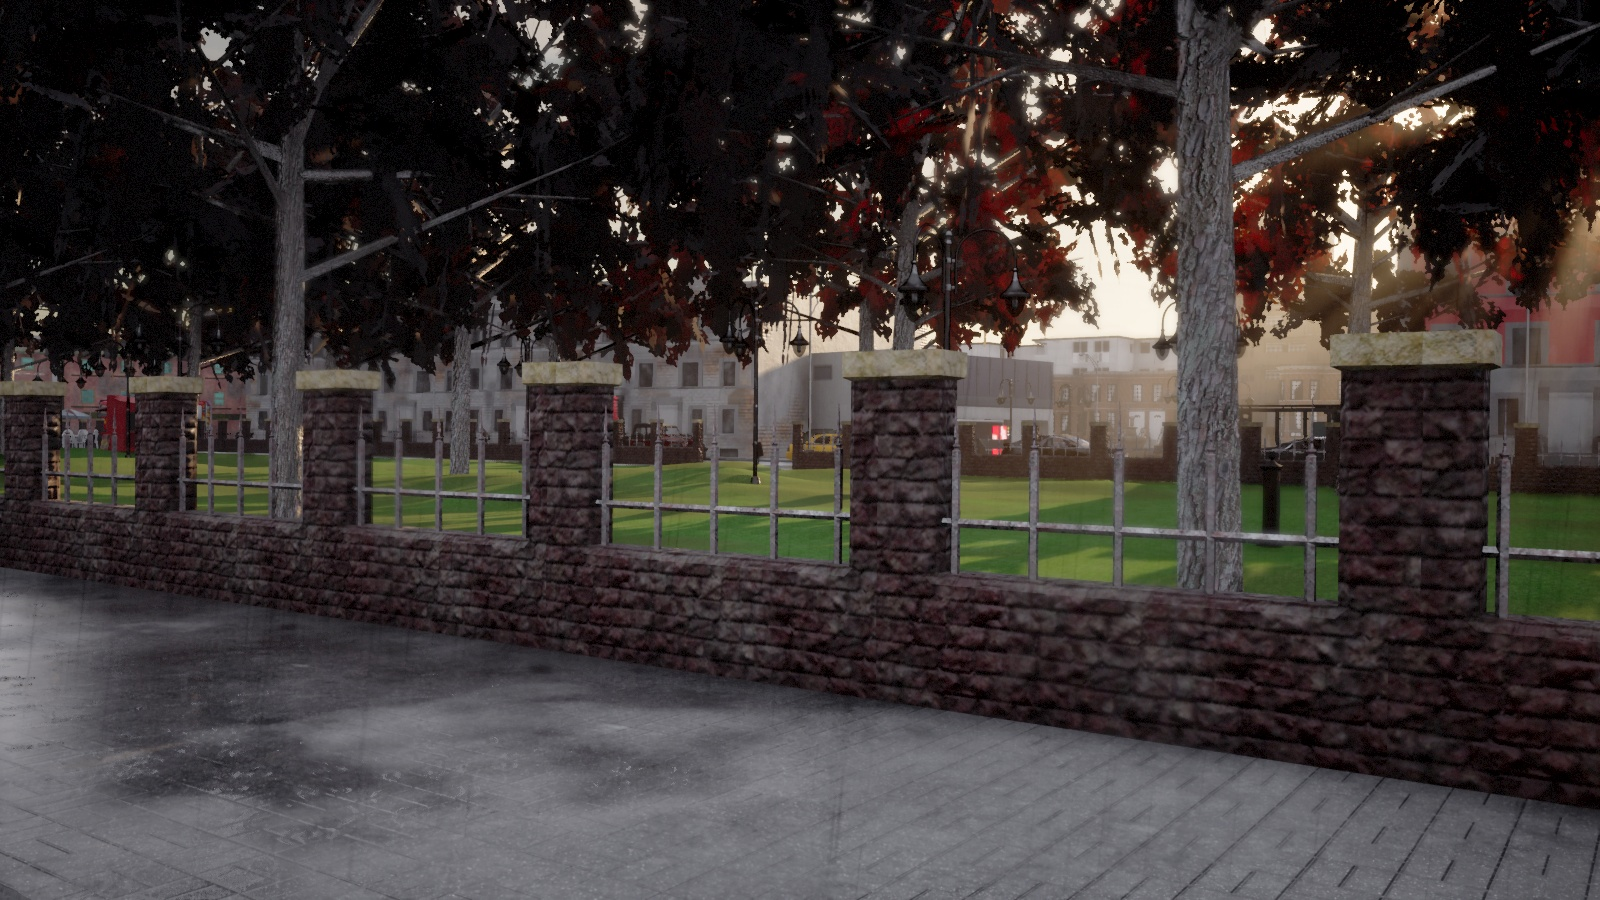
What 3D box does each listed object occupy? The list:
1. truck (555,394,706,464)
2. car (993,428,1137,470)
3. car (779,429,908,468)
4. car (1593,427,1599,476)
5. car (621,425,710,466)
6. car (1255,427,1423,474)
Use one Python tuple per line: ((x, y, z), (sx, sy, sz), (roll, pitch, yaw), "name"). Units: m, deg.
((-8.970, -1.069, 65.909), (7.936, 3.462, 2.891), (0, 1, 35), "truck")
((10.024, -0.055, 47.692), (4.902, 1.511, 2.128), (0, 1, 35), "car")
((1.798, -0.077, 53.476), (5.366, 1.575, 1.801), (0, 1, 35), "car")
((25.908, 0.024, 36.535), (4.674, 1.442, 1.812), (0, 1, 36), "car")
((-6.337, -0.224, 59.193), (3.866, 1.878, 1.905), (0, 1, 35), "car")
((18.014, 0.000, 42.072), (4.892, 1.490, 1.837), (0, 1, 35), "car")
